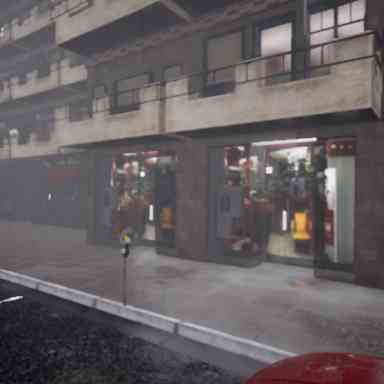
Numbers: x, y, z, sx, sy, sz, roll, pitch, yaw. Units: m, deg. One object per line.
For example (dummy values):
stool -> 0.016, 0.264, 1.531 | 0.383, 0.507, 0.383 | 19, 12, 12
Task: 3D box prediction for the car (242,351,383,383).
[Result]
car -> 2.186, 1.549, 1.310 | 4.507, 1.381, 1.887 | 0, 0, 36
